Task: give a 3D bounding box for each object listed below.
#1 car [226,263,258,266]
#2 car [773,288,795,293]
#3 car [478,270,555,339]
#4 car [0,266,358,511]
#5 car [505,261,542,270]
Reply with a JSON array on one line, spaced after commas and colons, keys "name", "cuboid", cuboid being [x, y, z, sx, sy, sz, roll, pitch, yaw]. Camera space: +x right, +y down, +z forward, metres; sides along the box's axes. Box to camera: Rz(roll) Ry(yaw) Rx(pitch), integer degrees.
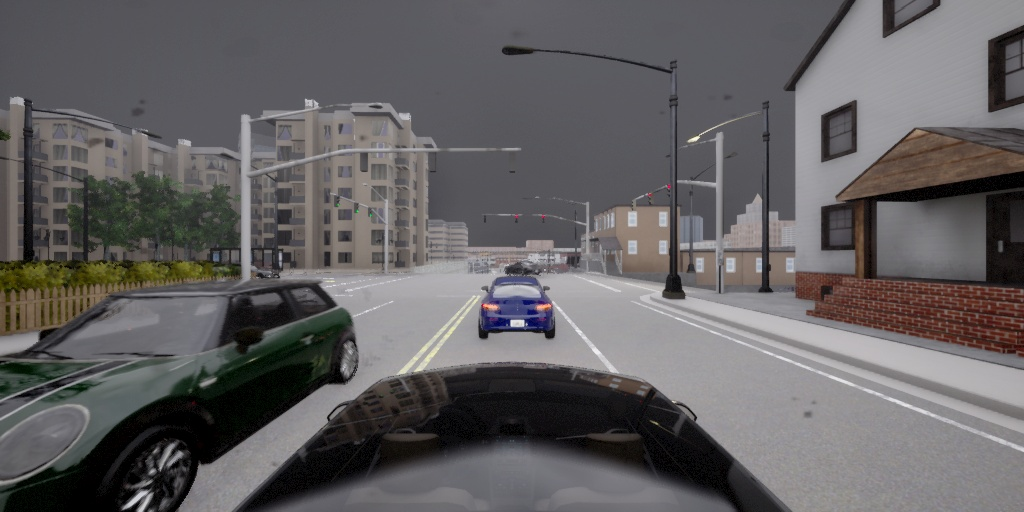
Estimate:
[{"name": "car", "cuboid": [-19.815, 1.255, 26.487, 4.892, 1.490, 1.837, 0, 0, 1]}, {"name": "car", "cuboid": [23.146, 3.396, 29.616, 4.902, 1.511, 2.128, 9, 0, 0]}, {"name": "car", "cuboid": [0.110, 1.276, 9.991, 1.812, 1.442, 4.674, 0, 0, 0]}, {"name": "car", "cuboid": [-3.589, 1.102, 4.001, 2.097, 1.767, 4.553, 0, 0, 0]}, {"name": "car", "cuboid": [1.031, 1.198, 34.562, 1.812, 1.442, 4.674, -2, 1, -32]}]
